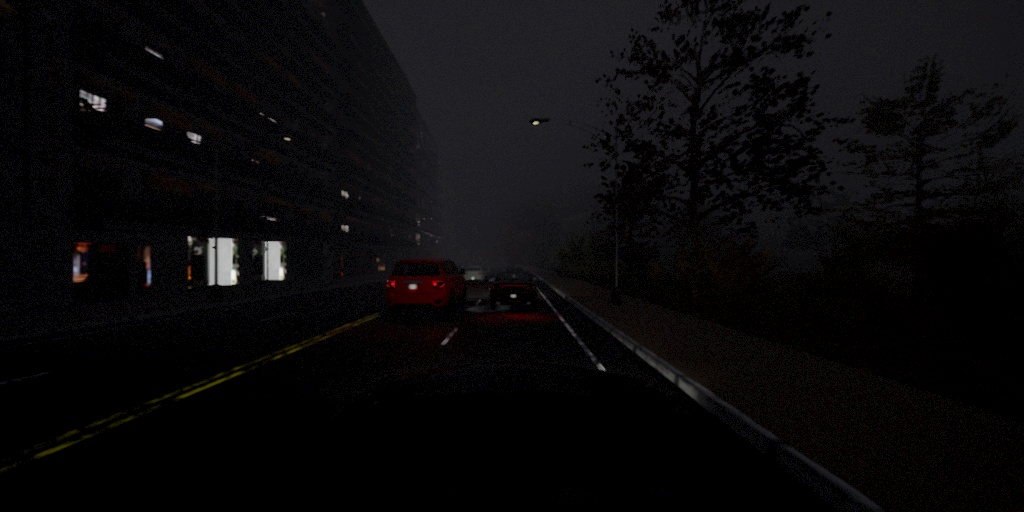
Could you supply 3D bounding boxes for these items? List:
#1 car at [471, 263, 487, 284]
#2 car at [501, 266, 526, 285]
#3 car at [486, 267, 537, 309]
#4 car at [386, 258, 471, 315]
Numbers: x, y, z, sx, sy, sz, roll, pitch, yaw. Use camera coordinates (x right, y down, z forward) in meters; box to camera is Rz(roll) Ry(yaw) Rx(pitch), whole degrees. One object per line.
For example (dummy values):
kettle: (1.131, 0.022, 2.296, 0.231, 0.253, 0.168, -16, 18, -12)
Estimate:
car: (-3.071, 1.564, 30.650, 1.812, 1.442, 4.674, 0, 0, 1)
car: (0.169, 1.598, 30.121, 1.994, 1.385, 4.181, 0, 0, 1)
car: (0.087, 1.369, 15.981, 1.882, 1.535, 5.008, 0, 0, 1)
car: (-3.190, 1.100, 14.329, 2.150, 2.045, 5.566, 0, 0, 1)
